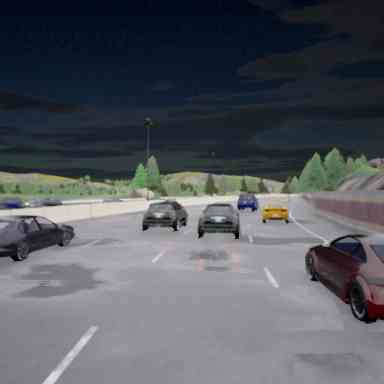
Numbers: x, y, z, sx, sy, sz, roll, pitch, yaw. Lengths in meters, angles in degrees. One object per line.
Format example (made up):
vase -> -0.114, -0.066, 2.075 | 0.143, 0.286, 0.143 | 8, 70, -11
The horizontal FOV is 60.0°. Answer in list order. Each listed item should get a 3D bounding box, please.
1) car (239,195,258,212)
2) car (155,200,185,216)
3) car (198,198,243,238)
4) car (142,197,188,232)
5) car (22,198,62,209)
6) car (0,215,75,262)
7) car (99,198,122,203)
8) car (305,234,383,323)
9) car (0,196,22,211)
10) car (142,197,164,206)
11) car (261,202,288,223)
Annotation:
car -> 7.031, 1.337, 41.801 | 2.150, 2.045, 5.566 | 0, 0, 17
car -> -2.225, 1.594, 34.787 | 1.812, 1.442, 4.674 | 0, 0, 14
car -> 1.575, 1.397, 18.274 | 2.097, 1.767, 4.553 | 0, 0, 8
car -> -1.565, 1.392, 20.886 | 2.097, 1.767, 4.553 | 0, 0, 9
car -> -18.555, 1.519, 42.186 | 2.128, 1.511, 4.902 | 0, 0, 15
car -> -6.249, 1.553, 12.207 | 2.033, 1.411, 5.357 | 0, 0, 5
car -> -12.344, 1.594, 50.759 | 1.812, 1.442, 4.674 | 0, 0, 18
car -> 3.928, 1.593, 7.219 | 1.994, 1.385, 4.181 | 0, 0, 3
car -> -22.684, 1.361, 40.217 | 2.097, 1.767, 4.553 | 0, 0, 15
car -> -6.675, 1.609, 57.240 | 1.837, 1.490, 4.892 | 0, -1, 17
car -> 6.637, 1.559, 26.724 | 1.882, 1.535, 5.008 | 0, 0, 12
